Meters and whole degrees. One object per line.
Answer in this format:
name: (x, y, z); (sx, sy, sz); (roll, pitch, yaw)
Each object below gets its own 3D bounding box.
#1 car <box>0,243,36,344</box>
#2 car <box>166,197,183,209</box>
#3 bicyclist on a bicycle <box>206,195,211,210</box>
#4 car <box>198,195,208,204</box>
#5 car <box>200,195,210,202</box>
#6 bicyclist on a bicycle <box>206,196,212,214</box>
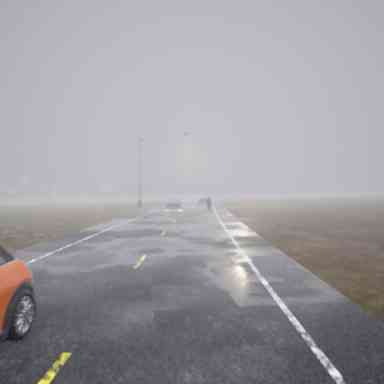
car: (-3.571, 1.347, 3.440); (2.097, 1.767, 4.553); (0, 0, 0)
car: (-2.329, 1.434, 44.575); (1.882, 1.535, 5.008); (0, 0, 3)
bicyclist on a bicycle: (2.072, 1.330, 41.583); (0.659, 1.776, 1.843); (0, 0, 3)
car: (2.187, 1.420, 60.633); (1.882, 1.535, 5.008); (0, 0, 4)
car: (2.943, 1.456, 76.019); (2.128, 1.511, 4.902); (0, 0, 3)
bicyclist on a bicycle: (1.623, 1.422, 31.684); (0.582, 1.620, 1.656); (0, 0, 2)
